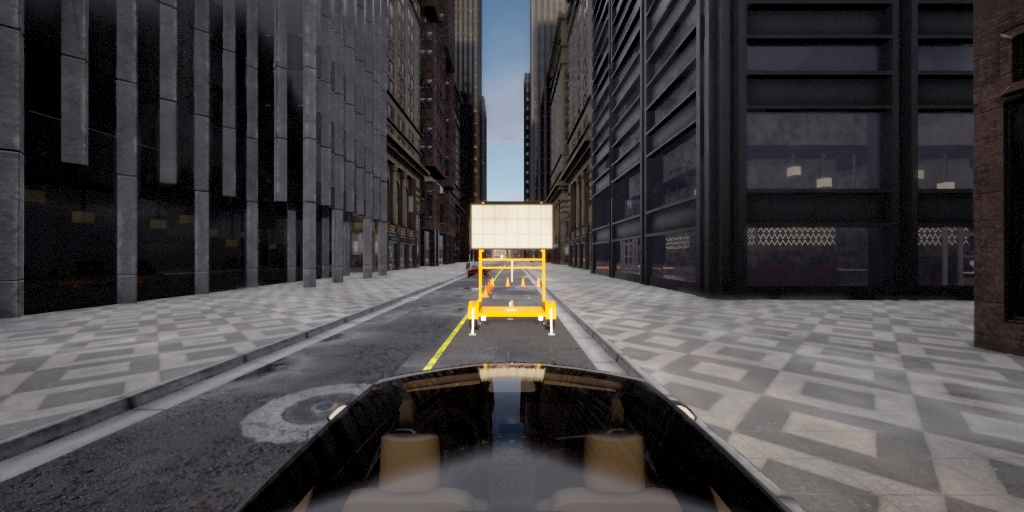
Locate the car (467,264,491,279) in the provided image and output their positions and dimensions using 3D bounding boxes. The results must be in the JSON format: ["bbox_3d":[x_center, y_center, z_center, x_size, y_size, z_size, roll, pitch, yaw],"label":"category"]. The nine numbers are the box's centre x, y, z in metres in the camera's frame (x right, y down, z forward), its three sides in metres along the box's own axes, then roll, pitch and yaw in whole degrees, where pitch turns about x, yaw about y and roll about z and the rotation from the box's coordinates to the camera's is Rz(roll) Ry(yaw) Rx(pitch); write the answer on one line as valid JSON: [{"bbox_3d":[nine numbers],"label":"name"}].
[{"bbox_3d":[-3.004,1.356,33.062,1.895,1.301,4.718,0,0,0],"label":"car"}]

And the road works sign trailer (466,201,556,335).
[{"bbox_3d":[0.002,0.215,10.470,2.380,3.560,2.880,0,0,0],"label":"road works sign trailer"}]
